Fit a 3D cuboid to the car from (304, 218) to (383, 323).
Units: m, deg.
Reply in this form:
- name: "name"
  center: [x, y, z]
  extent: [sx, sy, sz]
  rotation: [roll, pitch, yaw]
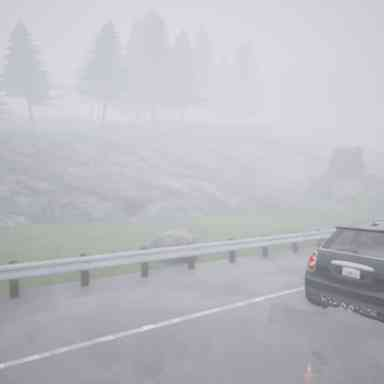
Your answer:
- name: "car"
  center: [4.374, 1.348, 6.653]
  extent: [4.553, 1.767, 2.097]
  rotation: [0, 0, -34]
